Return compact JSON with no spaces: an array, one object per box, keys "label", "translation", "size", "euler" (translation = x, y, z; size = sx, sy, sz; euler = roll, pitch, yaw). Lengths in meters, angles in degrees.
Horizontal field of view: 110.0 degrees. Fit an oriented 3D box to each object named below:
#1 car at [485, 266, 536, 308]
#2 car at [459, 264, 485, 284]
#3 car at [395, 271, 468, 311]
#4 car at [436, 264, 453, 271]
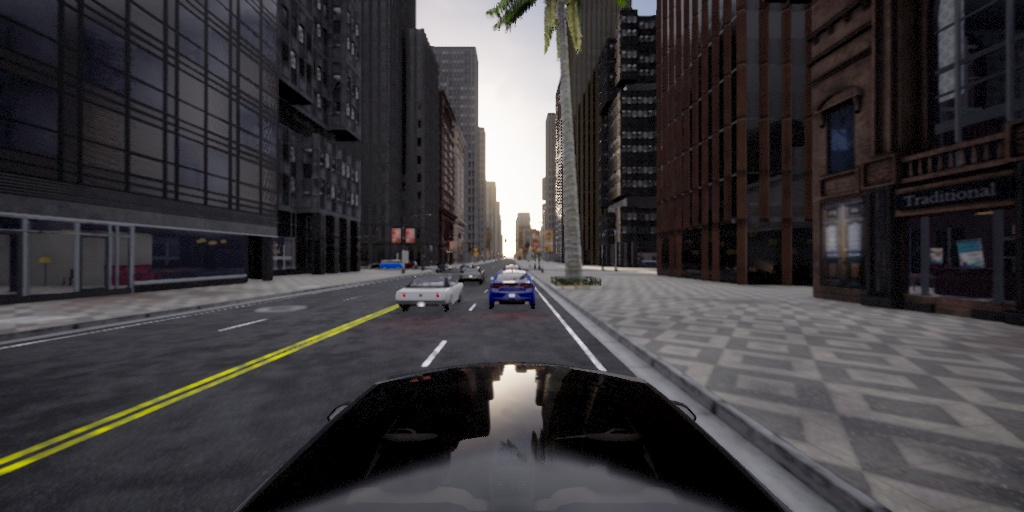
[{"label":"car","translation":[0.020,1.367,16.094],"size":[1.882,1.535,5.008],"euler":[0,0,1]},{"label":"car","translation":[-3.253,1.596,30.289],"size":[1.994,1.385,4.181],"euler":[0,0,0]},{"label":"car","translation":[-3.243,1.481,15.094],"size":[1.895,1.301,4.718],"euler":[0,-1,0]},{"label":"car","translation":[-9.810,1.828,52.428],"size":[1.994,1.385,4.181],"euler":[0,-1,0]}]
